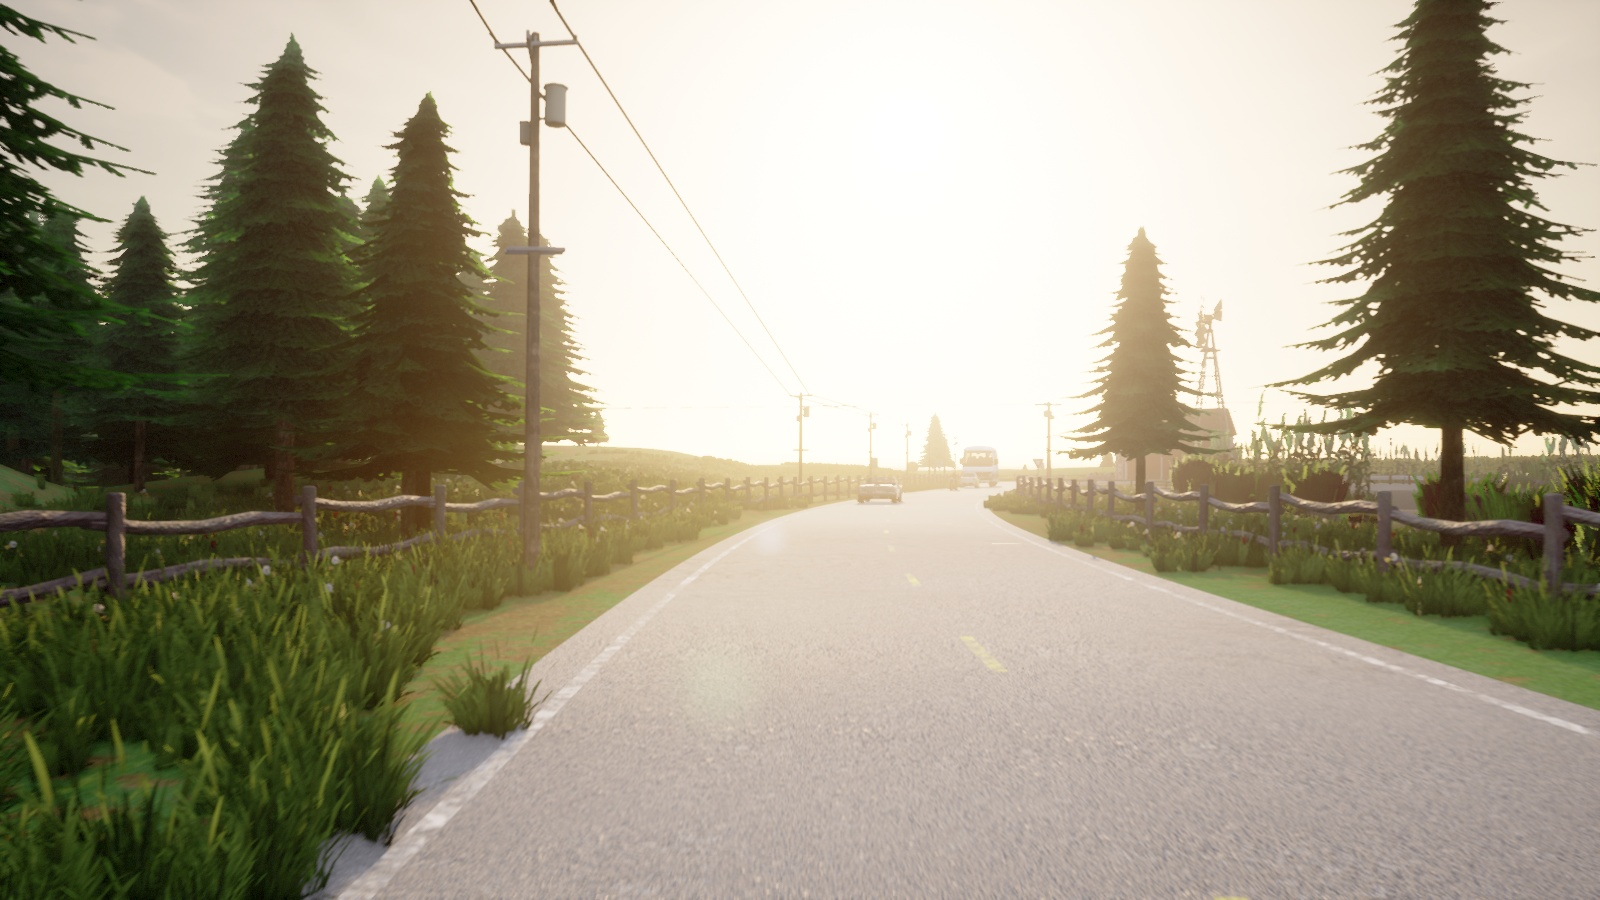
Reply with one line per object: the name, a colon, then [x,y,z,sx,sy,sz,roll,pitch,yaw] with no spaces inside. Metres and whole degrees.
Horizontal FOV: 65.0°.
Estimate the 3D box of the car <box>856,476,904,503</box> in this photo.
car: [4.018,1.945,62.472,1.895,1.301,4.718,0,-1,9]
